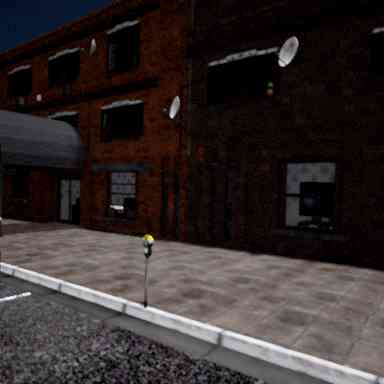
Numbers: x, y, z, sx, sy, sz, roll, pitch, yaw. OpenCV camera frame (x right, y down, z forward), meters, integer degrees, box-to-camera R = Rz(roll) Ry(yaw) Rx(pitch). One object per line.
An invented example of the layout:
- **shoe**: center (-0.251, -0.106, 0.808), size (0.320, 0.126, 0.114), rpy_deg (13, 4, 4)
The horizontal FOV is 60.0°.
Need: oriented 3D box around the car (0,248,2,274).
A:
- **car**: center (-6.351, 1.324, 7.888), size (4.892, 1.490, 1.837), rpy_deg (1, 1, 36)
